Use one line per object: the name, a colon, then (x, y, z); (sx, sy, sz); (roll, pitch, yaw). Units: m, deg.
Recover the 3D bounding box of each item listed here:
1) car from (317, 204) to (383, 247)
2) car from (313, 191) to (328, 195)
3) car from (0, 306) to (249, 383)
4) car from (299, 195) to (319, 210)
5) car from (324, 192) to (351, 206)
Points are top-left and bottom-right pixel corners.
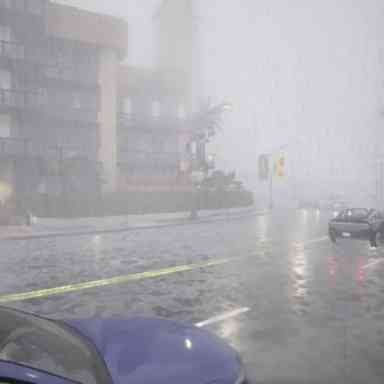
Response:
car: (7.829, 1.489, 15.134); (2.128, 1.511, 4.902); (0, 0, 42)
car: (34.339, 1.209, 86.109); (2.185, 1.767, 4.553); (0, 0, -24)
car: (-1.631, 1.523, 2.115); (4.674, 1.442, 1.812); (0, 0, -35)
car: (15.131, 1.537, 43.274); (1.812, 1.442, 4.674); (0, 0, 9)
car: (18.584, 1.306, 42.701); (2.150, 2.045, 5.566); (0, 0, 9)
